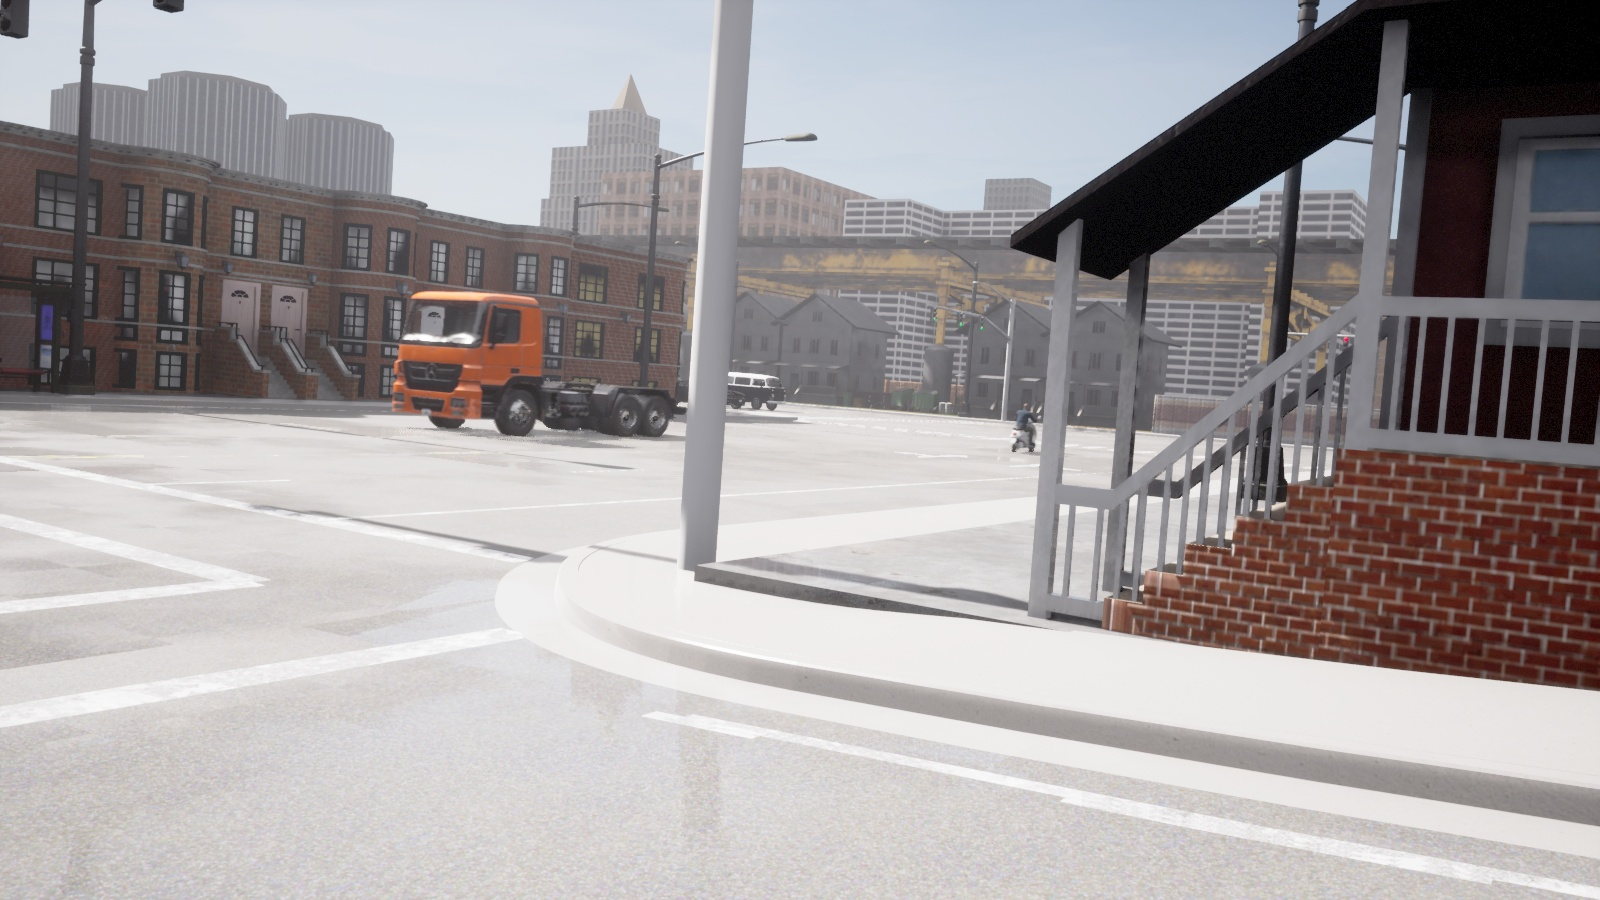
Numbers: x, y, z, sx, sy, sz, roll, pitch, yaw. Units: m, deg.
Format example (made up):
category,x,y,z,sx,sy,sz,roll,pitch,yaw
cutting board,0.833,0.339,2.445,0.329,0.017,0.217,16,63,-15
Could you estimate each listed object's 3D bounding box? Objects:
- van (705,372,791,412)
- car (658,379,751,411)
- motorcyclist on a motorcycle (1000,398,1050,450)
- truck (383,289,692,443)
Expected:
category,x,y,z,sx,sy,sz,roll,pitch,yaw
van,-3.027,-3.350,72.558,4.480,2.038,2.069,5,4,34
car,-5.350,-3.072,69.899,5.008,1.535,1.882,5,4,34
motorcyclist on a motorcycle,7.281,-0.834,40.586,0.866,1.590,1.817,5,4,34
truck,-6.489,-2.051,32.440,2.891,3.462,7.936,5,4,34
